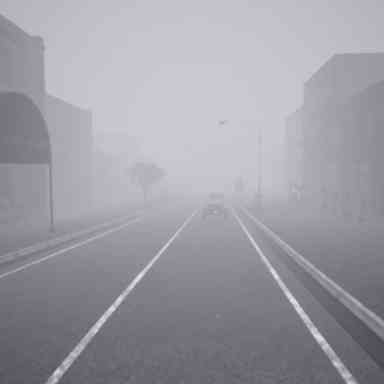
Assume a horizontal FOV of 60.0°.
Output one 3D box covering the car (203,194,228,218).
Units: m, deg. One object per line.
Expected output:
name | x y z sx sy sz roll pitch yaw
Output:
car | 1.820 1.189 25.750 1.812 1.442 4.674 0 1 4

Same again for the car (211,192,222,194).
car | 3.032 0.751 41.882 1.882 1.535 5.008 0 2 4
